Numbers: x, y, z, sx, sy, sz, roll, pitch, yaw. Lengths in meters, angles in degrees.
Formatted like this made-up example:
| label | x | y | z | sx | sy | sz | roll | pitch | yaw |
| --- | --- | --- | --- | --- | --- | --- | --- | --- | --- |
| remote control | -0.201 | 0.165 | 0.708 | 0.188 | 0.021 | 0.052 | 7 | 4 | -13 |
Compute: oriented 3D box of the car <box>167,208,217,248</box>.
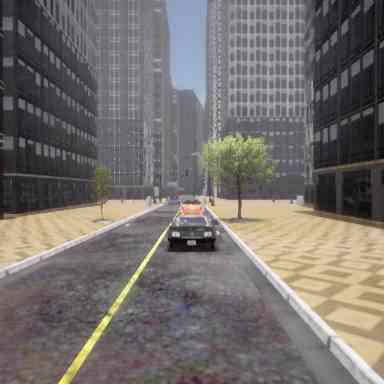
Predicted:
| label | x | y | z | sx | sy | sz | roll | pitch | yaw |
| --- | --- | --- | --- | --- | --- | --- | --- | --- | --- |
| car | 0.000 | 1.615 | 14.681 | 1.895 | 1.301 | 4.718 | 0 | 0 | 0 |

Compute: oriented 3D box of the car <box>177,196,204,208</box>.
| label | x | y | z | sx | sy | sz | roll | pitch | yaw |
| --- | --- | --- | --- | --- | --- | --- | --- | --- | --- |
| car | 0.000 | 1.371 | 29.621 | 2.097 | 1.767 | 4.553 | 0 | 0 | 0 |

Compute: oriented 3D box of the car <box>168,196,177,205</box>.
| label | x | y | z | sx | sy | sz | roll | pitch | yaw |
| --- | --- | --- | --- | --- | --- | --- | --- | --- | --- |
| car | -3.000 | 1.438 | 57.684 | 2.097 | 1.767 | 4.553 | 0 | 0 | 0 |
